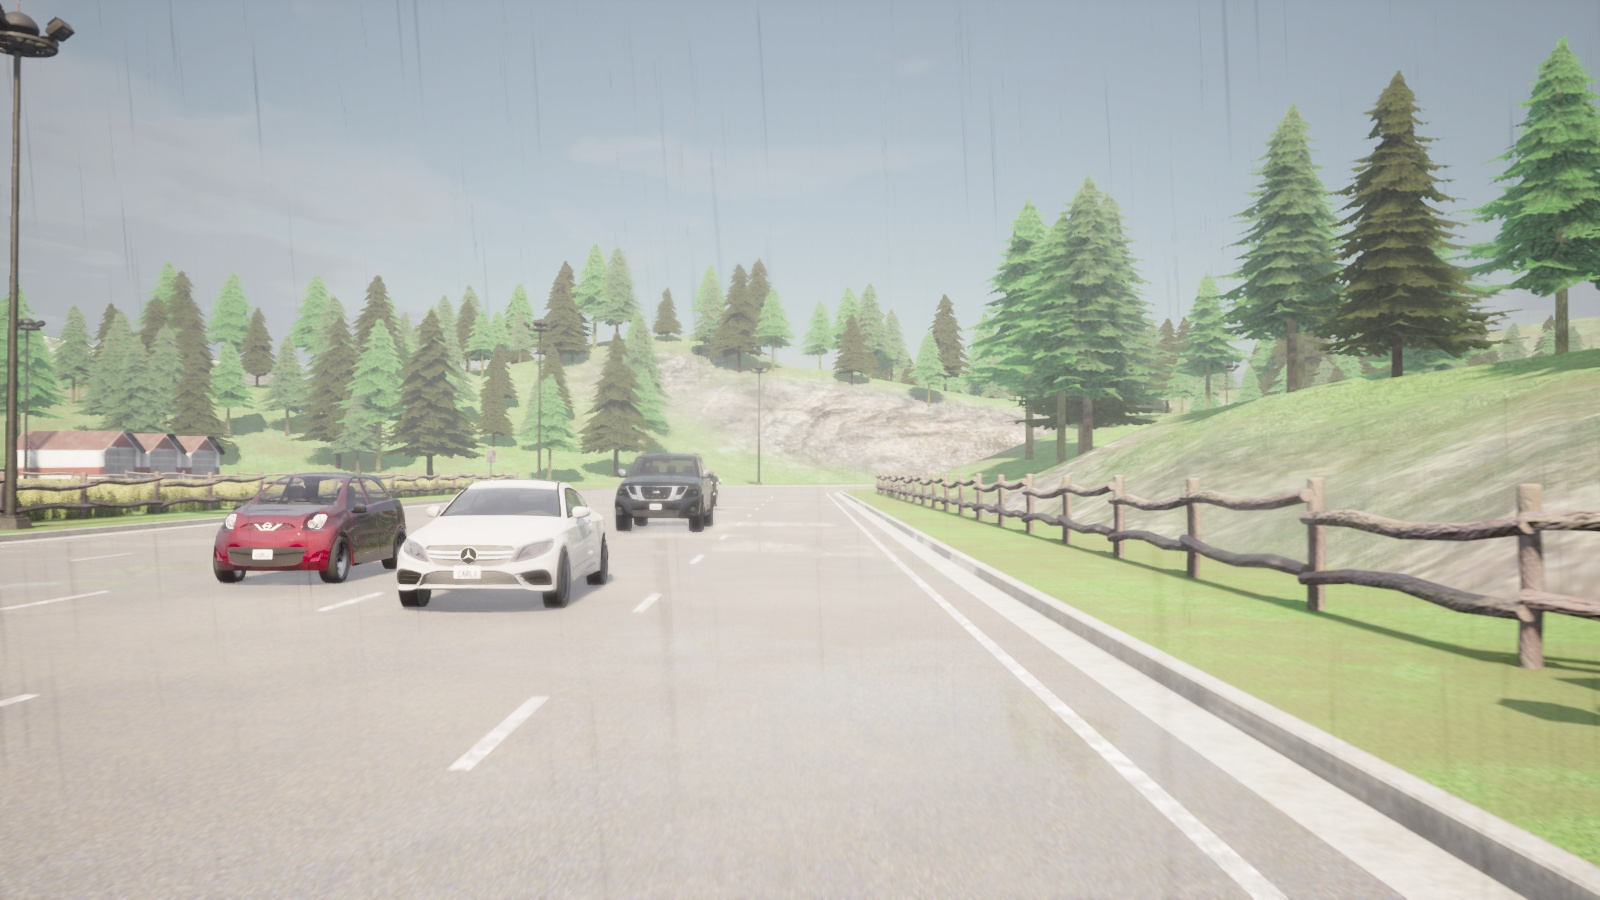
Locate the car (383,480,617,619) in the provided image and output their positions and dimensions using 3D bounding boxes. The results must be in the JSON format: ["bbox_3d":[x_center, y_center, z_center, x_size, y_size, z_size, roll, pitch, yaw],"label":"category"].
[{"bbox_3d":[-3.546,1.118,15.762,1.812,1.442,4.674,0,-1,0],"label":"car"}]

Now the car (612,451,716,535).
[{"bbox_3d":[-3.525,1.109,33.554,2.150,2.045,5.566,0,-1,0],"label":"car"}]

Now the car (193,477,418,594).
[{"bbox_3d":[-7.043,1.163,18.295,1.845,1.501,3.633,0,-1,0],"label":"car"}]
